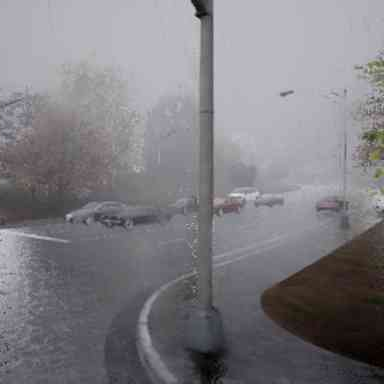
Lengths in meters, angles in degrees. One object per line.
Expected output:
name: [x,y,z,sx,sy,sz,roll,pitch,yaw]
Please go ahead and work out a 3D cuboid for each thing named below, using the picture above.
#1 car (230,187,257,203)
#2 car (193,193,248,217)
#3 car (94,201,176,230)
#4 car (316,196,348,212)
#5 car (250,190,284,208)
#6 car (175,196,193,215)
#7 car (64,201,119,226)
car: [5.929,0.504,38.943,2.150,2.045,5.566,0,3,37]
car: [2.547,1.166,28.537,1.882,1.535,5.008,0,2,37]
car: [-3.364,1.495,20.570,1.895,1.301,4.718,0,1,37]
car: [12.803,1.018,30.281,1.994,1.385,4.181,0,3,37]
car: [8.568,0.836,36.641,1.812,1.442,4.674,0,3,37]
car: [-0.386,1.184,30.457,1.837,1.490,4.892,0,2,37]
car: [-6.231,1.373,22.578,2.128,1.511,4.902,0,1,37]
